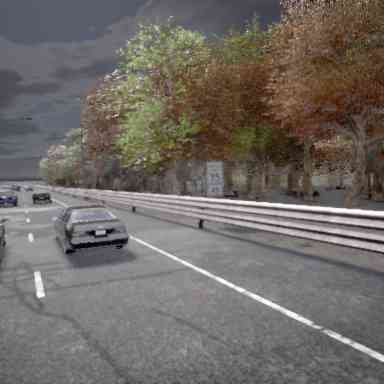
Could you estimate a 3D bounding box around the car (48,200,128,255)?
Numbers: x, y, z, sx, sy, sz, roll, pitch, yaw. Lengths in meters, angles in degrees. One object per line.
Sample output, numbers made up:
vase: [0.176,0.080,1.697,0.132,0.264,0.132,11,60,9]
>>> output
car: [-3.815,1.179,11.932,2.033,1.411,5.357,-3,3,-27]

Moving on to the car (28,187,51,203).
car: [-18.012,0.472,39.579,1.882,1.535,5.008,-3,3,-27]

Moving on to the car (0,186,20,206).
car: [-20.167,0.560,36.107,2.097,1.767,4.553,-3,3,-27]

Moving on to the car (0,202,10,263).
car: [-6.929,1.310,10.338,1.837,1.490,4.892,-3,3,-27]
